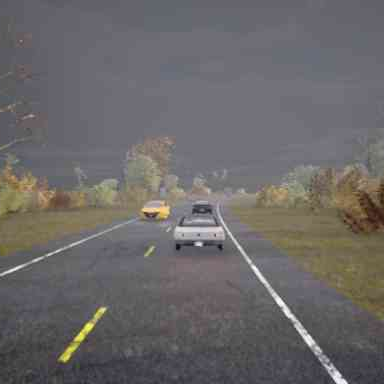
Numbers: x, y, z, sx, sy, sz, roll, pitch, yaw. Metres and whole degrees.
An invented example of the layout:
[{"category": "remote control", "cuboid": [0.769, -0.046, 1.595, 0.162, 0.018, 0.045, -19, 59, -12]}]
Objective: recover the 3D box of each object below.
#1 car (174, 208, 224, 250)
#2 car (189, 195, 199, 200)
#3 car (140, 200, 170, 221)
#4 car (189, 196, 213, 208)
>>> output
[{"category": "car", "cuboid": [0.308, 1.604, 14.334, 1.895, 1.301, 4.718, 0, 0, 1]}, {"category": "car", "cuboid": [0.605, 1.335, 70.686, 2.097, 1.767, 4.553, 0, 0, 7]}, {"category": "car", "cuboid": [-2.943, 1.478, 27.248, 1.882, 1.535, 5.008, 0, 0, 3]}, {"category": "car", "cuboid": [1.029, 1.477, 32.554, 1.882, 1.535, 5.008, 0, 0, 3]}]
